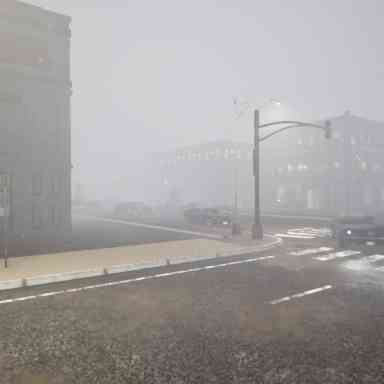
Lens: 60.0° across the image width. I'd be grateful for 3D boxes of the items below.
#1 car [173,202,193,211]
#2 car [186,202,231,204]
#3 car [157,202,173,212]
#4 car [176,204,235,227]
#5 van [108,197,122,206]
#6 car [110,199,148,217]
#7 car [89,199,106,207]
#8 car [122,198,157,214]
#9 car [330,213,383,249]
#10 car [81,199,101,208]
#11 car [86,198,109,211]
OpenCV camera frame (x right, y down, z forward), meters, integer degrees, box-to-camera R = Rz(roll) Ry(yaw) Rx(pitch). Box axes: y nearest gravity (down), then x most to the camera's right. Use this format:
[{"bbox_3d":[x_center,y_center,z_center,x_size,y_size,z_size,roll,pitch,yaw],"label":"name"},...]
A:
[{"bbox_3d":[-0.114,1.903,41.091,1.802,1.307,4.206,-2,0,-36],"label":"car"},{"bbox_3d":[1.464,1.857,28.937,1.895,1.301,4.718,-1,0,-36],"label":"car"},{"bbox_3d":[-3.330,1.965,45.594,1.802,1.307,4.206,-2,0,-36],"label":"car"},{"bbox_3d":[1.035,1.814,24.856,1.947,1.339,4.313,-2,0,-36],"label":"car"},{"bbox_3d":[-12.989,1.906,59.106,1.690,1.788,3.998,-1,0,-36],"label":"van"},{"bbox_3d":[-6.935,1.846,36.217,1.967,1.590,4.097,-1,0,-36],"label":"car"},{"bbox_3d":[-19.419,2.227,68.114,1.887,1.381,4.507,-1,0,-36],"label":"car"},{"bbox_3d":[-6.573,1.891,40.194,1.882,1.535,5.008,-1,0,-35],"label":"car"},{"bbox_3d":[7.230,1.602,14.426,1.895,1.301,4.718,0,0,16],"label":"car"},{"bbox_3d":[-19.233,2.158,63.414,2.128,1.511,4.902,-1,0,-36],"label":"car"},{"bbox_3d":[-15.175,2.103,52.366,1.812,1.442,4.674,-1,0,-35],"label":"car"}]
